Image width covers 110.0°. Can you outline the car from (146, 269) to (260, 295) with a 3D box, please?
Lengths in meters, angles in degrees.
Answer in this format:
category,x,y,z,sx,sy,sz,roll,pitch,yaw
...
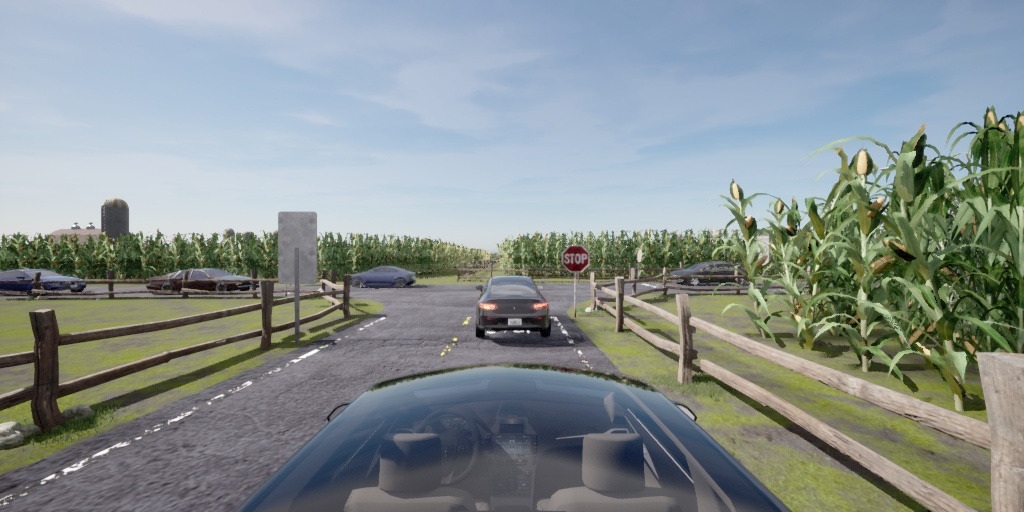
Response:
category,x,y,z,sx,sy,sz,roll,pitch,yaw
car,-17.528,1.429,20.472,5.357,1.411,2.033,0,0,0

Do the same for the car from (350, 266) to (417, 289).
category,x,y,z,sx,sy,sz,roll,pitch,yaw
car,-8.407,1.354,23.408,4.181,1.385,1.994,0,0,0

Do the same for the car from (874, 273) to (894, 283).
category,x,y,z,sx,sy,sz,roll,pitch,yaw
car,26.305,1.076,23.350,4.674,1.442,1.812,0,0,0

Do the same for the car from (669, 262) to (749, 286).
category,x,y,z,sx,sy,sz,roll,pitch,yaw
car,12.817,1.140,23.336,4.892,1.490,1.837,-1,0,-1

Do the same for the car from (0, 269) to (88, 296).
category,x,y,z,sx,sy,sz,roll,pitch,yaw
car,-27.375,1.487,20.485,4.674,1.442,1.812,0,0,0

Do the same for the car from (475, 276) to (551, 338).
category,x,y,z,sx,sy,sz,roll,pitch,yaw
car,-0.041,1.275,10.132,1.812,1.442,4.674,0,0,-3
